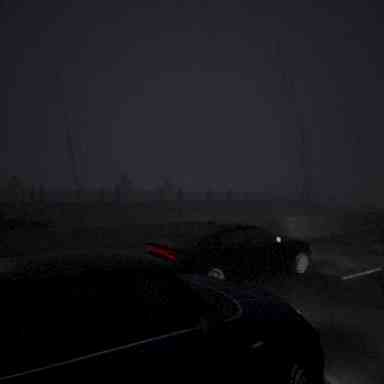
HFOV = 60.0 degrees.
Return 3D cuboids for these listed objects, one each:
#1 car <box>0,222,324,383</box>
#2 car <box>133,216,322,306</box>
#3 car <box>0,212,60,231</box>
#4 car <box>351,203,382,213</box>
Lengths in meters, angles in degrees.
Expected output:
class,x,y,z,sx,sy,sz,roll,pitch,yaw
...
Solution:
class,x,y,z,sx,sy,sz,roll,pitch,yaw
car,-0.771,1.362,3.191,4.553,1.767,2.097,1,0,-36
car,1.133,1.529,8.847,5.008,1.535,1.882,1,0,-36
car,-6.872,1.575,11.987,4.181,1.385,1.994,1,0,-35
car,21.419,2.144,40.735,4.902,1.511,2.128,4,-2,-35
